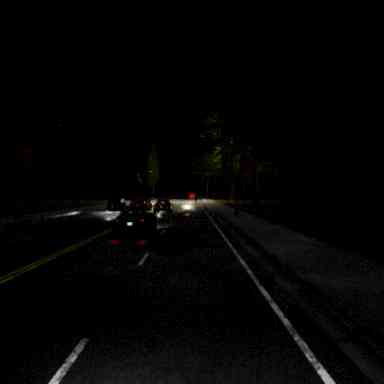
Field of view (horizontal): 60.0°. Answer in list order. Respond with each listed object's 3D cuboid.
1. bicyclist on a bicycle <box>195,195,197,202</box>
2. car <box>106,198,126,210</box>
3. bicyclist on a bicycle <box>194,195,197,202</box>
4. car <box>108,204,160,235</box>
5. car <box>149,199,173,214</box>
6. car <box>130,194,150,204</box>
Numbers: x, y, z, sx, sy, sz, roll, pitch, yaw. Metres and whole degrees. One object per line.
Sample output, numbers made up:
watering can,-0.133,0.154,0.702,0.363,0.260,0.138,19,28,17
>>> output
bicyclist on a bicycle,0.891,1.561,72.753,0.866,1.612,1.509,0,-1,0
car,-9.837,1.554,43.571,2.128,1.511,4.902,0,0,0
bicyclist on a bicycle,0.899,1.515,81.576,0.659,1.776,1.843,0,0,0
car,-3.148,1.586,18.821,1.994,1.385,4.181,0,0,0
car,-3.146,1.597,36.722,2.033,1.411,5.357,0,0,0
car,-6.591,1.282,43.032,2.150,2.045,5.566,0,0,0
